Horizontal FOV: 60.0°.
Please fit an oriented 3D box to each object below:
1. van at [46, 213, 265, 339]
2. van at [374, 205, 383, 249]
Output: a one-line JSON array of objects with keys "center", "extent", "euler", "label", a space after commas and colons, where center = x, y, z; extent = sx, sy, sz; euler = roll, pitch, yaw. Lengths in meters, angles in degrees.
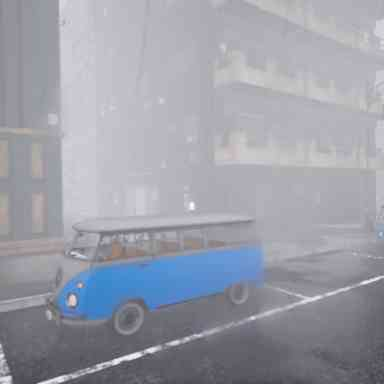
[{"center": [-0.453, 1.326, 6.254], "extent": [3.998, 1.788, 1.690], "euler": [0, -1, -35], "label": "van"}, {"center": [8.635, 1.270, 12.736], "extent": [3.998, 1.788, 1.690], "euler": [0, -1, -35], "label": "van"}]
